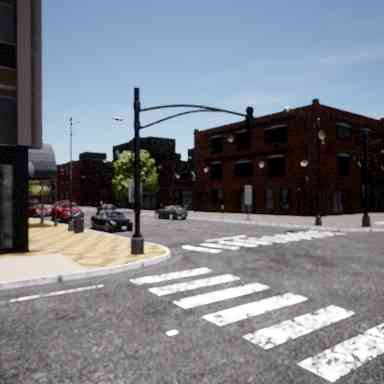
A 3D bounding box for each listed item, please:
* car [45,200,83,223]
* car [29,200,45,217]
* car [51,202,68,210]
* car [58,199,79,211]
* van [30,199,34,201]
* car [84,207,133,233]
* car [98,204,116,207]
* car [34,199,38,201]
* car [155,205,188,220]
[{"bbox_3d":[-11.894,1.895,31.607,2.192,1.841,5.009,-1,0,-37],"label":"car"},{"bbox_3d":[-18.453,2.192,40.520,1.967,1.590,4.097,-1,0,-37],"label":"car"},{"bbox_3d":[-25.533,2.596,63.981,1.752,1.417,4.829,-1,0,-37],"label":"car"},{"bbox_3d":[-22.120,2.298,59.415,2.192,1.841,5.009,-1,0,-37],"label":"car"},{"bbox_3d":[-25.516,2.276,49.970,1.690,1.788,3.998,-1,0,-37],"label":"van"},{"bbox_3d":[-5.712,1.985,23.312,1.947,1.339,4.313,-1,0,-37],"label":"car"},{"bbox_3d":[-11.713,2.264,45.544,2.008,1.369,4.403,-1,0,-37],"label":"car"},{"bbox_3d":[-38.704,2.726,81.564,2.192,1.841,5.009,-1,0,-37],"label":"car"},{"bbox_3d":[-2.109,2.017,32.914,2.008,1.369,4.403,-1,0,-37],"label":"car"}]
